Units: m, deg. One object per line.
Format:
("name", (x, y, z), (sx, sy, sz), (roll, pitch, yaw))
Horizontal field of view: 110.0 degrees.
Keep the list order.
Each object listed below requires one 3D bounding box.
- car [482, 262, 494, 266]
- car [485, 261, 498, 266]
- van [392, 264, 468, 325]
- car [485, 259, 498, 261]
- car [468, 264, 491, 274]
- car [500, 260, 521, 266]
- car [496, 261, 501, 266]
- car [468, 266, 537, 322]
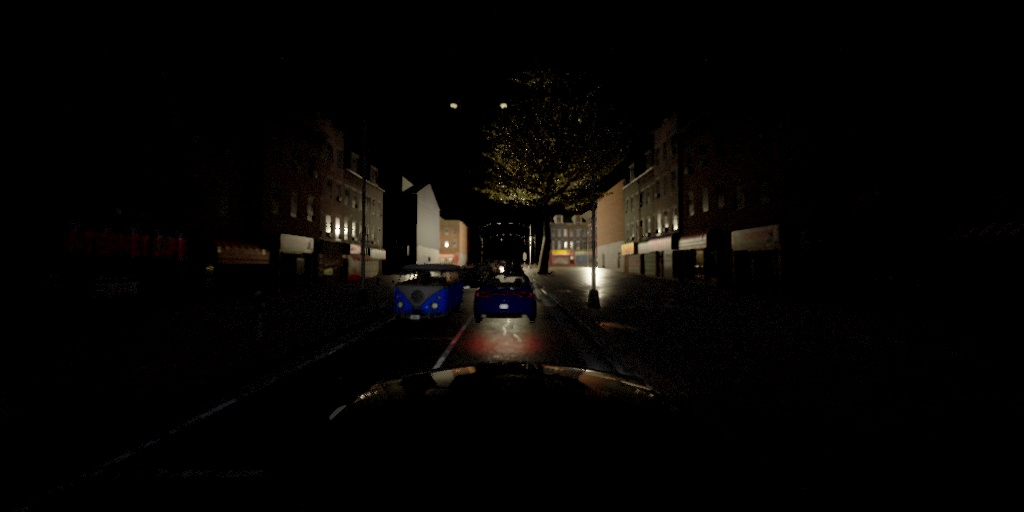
("car", (-2.617, 1.419, 28.239), (1.751, 1.417, 4.829), (0, 0, 0))
("car", (-2.613, 1.470, 33.944), (1.888, 1.381, 4.507), (0, 0, 0))
("van", (-2.630, 1.143, 11.803), (1.690, 1.789, 3.998), (0, 0, 0))
("car", (-2.605, 1.306, 45.013), (2.192, 1.841, 5.009), (0, 0, 0))
("car", (-2.621, 1.428, 22.874), (1.948, 1.339, 4.313), (0, 0, 0))
("car", (0.124, 1.410, 35.163), (1.882, 1.535, 5.008), (0, 0, 0))
("car", (-2.609, 1.508, 39.479), (2.007, 1.370, 4.403), (0, 0, 0))
("car", (-0.156, 1.284, 12.584), (1.882, 1.535, 5.008), (0, 0, 2))
